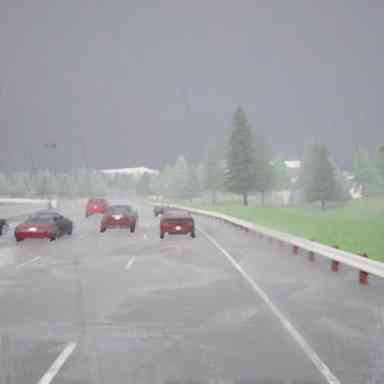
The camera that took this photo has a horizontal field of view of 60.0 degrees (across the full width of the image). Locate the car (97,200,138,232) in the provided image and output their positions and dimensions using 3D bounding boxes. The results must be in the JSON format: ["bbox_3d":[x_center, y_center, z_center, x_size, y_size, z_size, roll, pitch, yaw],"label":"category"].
[{"bbox_3d":[-4.745,1.631,22.298,2.097,1.767,4.553,0,-1,-6],"label":"car"}]

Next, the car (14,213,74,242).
[{"bbox_3d":[-7.833,1.799,18.001,1.994,1.385,4.181,0,-1,-5],"label":"car"}]

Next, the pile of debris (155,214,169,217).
[{"bbox_3d":[-3.384,2.630,37.327,1.500,0.140,1.860,0,-1,-10],"label":"pile of debris"}]

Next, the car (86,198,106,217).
[{"bbox_3d":[-10.389,1.687,36.859,2.150,2.045,5.566,0,-1,-10],"label":"car"}]

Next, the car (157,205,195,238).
[{"bbox_3d":[-0.931,1.713,19.426,1.882,1.535,5.008,0,-1,-5],"label":"car"}]

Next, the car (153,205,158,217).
[{"bbox_3d":[-3.326,2.053,37.086,1.895,1.301,4.718,0,-1,-10],"label":"car"}]

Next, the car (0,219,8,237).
[{"bbox_3d":[-11.238,1.708,16.902,1.882,1.535,5.008,0,-1,-5],"label":"car"}]
